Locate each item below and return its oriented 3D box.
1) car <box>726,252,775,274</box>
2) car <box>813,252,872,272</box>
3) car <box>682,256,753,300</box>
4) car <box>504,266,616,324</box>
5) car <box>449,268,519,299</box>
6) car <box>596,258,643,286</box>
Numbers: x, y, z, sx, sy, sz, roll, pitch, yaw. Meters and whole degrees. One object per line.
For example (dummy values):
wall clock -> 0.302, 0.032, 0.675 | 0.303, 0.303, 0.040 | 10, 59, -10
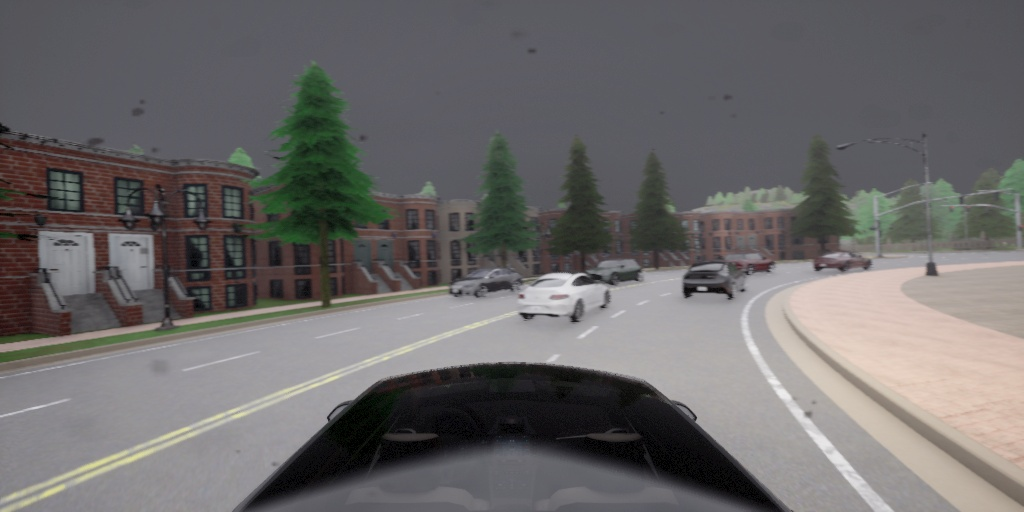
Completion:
car -> 17.744, 0.504, 27.031 | 4.553, 1.767, 2.097 | -2, 0, -30
car -> 24.118, 0.392, 26.253 | 4.674, 1.442, 1.812 | -2, -1, -22
car -> 8.863, 0.965, 15.606 | 1.837, 1.490, 4.892 | -4, -1, 41
car -> 1.845, 1.269, 12.035 | 1.812, 1.442, 4.674 | -3, -1, 31
car -> -1.329, 1.432, 19.879 | 2.128, 1.511, 4.902 | -3, -1, 38
car -> 6.618, 0.968, 23.473 | 4.553, 1.767, 2.097 | -2, 0, -42
